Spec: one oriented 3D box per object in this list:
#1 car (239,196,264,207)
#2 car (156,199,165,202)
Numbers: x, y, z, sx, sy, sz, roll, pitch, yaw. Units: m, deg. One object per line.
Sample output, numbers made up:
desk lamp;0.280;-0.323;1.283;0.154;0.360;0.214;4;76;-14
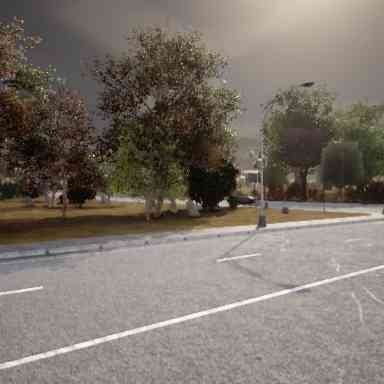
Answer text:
car;8.483;1.309;49.517;2.128;1.511;4.902;0;1;-37
car;-7.683;1.349;70.883;1.837;1.490;4.892;0;0;-37
